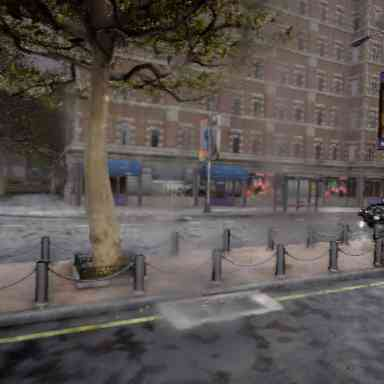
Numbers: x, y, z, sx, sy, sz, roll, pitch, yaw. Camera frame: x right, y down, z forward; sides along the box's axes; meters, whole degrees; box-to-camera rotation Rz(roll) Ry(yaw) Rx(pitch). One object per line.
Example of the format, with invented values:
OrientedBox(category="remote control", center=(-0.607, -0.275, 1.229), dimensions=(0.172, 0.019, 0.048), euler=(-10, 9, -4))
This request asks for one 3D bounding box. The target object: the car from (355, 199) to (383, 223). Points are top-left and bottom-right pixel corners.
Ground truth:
OrientedBox(category="car", center=(14.018, 1.254, 22.937), dimensions=(5.357, 1.411, 2.033), euler=(1, 2, -25))

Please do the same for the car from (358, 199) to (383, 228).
OrientedBox(category="car", center=(11.971, 1.010, 18.143), dimensions=(5.566, 2.045, 2.150), euler=(1, 2, -25))
